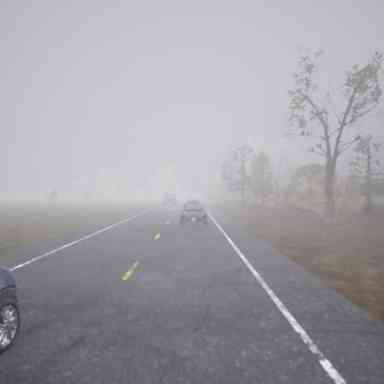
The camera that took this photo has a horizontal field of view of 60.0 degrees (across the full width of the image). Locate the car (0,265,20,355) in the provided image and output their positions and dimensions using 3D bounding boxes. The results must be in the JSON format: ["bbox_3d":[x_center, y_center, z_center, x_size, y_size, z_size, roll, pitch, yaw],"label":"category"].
[{"bbox_3d":[-3.600,1.354,3.022,2.097,1.767,4.553,0,0,0],"label":"car"}]

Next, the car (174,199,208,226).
[{"bbox_3d":[0.104,1.494,23.379,2.128,1.511,4.902,0,0,0],"label":"car"}]

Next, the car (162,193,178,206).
[{"bbox_3d":[-3.489,1.201,53.261,2.150,2.045,5.566,0,0,0],"label":"car"}]
